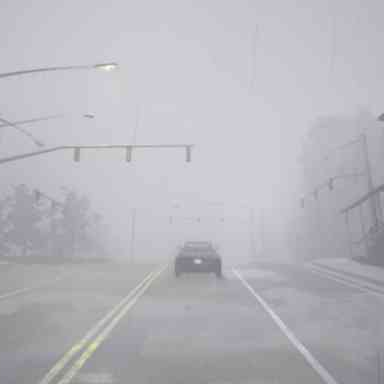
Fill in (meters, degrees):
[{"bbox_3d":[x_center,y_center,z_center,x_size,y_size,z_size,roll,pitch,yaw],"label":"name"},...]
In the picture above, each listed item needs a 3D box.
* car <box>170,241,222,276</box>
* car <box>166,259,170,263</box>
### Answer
[{"bbox_3d":[0.284,2.911,15.044,1.994,1.385,4.181,0,-6,1],"label":"car"},{"bbox_3d":[-2.616,11.053,49.838,2.150,2.045,5.566,-1,-15,3],"label":"car"}]
